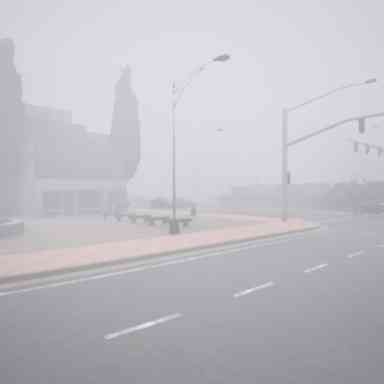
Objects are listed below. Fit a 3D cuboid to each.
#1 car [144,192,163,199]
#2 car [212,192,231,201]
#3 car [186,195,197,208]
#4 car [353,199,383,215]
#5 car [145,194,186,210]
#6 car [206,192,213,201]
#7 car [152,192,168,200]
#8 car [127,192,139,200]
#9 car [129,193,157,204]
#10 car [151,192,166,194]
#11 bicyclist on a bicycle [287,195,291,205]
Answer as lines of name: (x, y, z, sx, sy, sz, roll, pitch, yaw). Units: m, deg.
car: (-10.163, 0.963, 88.057, 4.605, 1.855, 1.932, 0, 0, -42)
car: (6.773, 1.172, 69.110, 3.806, 1.475, 1.970, 0, 0, -42)
car: (-1.238, 1.448, 44.591, 1.994, 1.385, 4.181, 0, 0, -40)
car: (16.368, 1.330, 28.887, 2.128, 1.511, 4.902, 0, 0, -25)
car: (-3.403, 1.381, 41.732, 1.882, 1.535, 5.008, 0, 0, -40)
car: (4.848, 0.937, 71.273, 3.866, 1.878, 1.905, 0, 0, -42)
car: (-8.273, 0.963, 85.865, 3.866, 1.878, 1.905, 0, 0, -42)
car: (-12.699, 0.973, 69.015, 2.150, 2.045, 5.566, 0, 0, -40)
car: (-8.560, 1.374, 58.824, 2.128, 1.511, 4.902, 0, 0, -40)
car: (-6.014, 1.341, 61.236, 1.882, 1.535, 5.008, 0, 0, -40)
bicyclist on a bicycle: (12.845, 1.074, 44.900, 1.656, 1.620, 0.582, -7, 5, -40)
